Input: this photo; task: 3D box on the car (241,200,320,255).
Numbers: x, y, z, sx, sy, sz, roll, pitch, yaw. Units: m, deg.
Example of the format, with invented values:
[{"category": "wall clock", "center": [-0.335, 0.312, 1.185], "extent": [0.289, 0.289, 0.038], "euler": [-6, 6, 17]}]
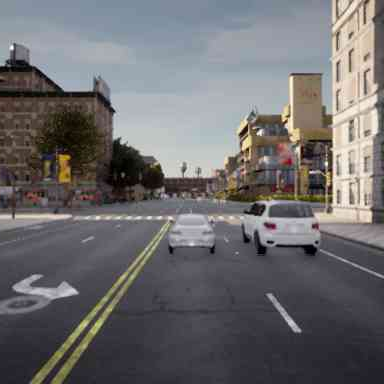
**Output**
[{"category": "car", "center": [3.491, 1.349, 14.024], "extent": [2.150, 2.045, 5.566], "euler": [0, 0, 0]}]

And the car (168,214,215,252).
[{"category": "car", "center": [-0.007, 1.662, 14.381], "extent": [1.812, 1.442, 4.674], "euler": [0, 0, 0]}]
